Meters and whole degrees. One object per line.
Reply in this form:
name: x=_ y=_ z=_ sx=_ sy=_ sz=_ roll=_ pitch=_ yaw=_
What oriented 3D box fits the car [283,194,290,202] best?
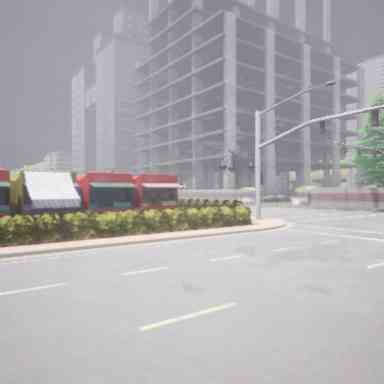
car: x=16.110 y=0.884 z=61.331 sx=1.905 sy=1.878 sz=3.866 roll=0 pitch=0 yaw=-36

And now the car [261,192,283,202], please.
car: x=13.719 y=0.898 z=59.620 sx=1.905 sy=1.878 sz=3.866 roll=0 pitch=0 yaw=-36
